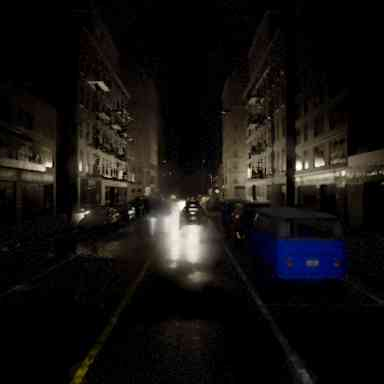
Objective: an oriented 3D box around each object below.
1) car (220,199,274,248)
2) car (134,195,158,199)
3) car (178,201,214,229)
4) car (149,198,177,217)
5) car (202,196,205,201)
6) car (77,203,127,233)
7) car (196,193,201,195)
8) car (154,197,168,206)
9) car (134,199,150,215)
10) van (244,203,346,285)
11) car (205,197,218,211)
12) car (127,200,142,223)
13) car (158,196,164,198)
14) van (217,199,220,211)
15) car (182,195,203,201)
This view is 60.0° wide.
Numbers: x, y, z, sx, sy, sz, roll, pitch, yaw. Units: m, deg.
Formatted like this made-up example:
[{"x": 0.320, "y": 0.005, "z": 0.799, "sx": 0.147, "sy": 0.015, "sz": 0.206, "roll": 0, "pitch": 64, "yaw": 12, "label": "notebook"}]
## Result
[{"x": 2.680, "y": 1.323, "z": 14.662, "sx": 2.192, "sy": 1.841, "sz": 5.009, "roll": 0, "pitch": 0, "yaw": 0, "label": "car"}, {"x": -5.406, "y": 1.333, "z": 36.283, "sx": 2.192, "sy": 1.841, "sz": 5.009, "roll": 0, "pitch": 0, "yaw": 0, "label": "car"}, {"x": 0.082, "y": 1.559, "z": 21.669, "sx": 2.033, "sy": 1.411, "sz": 5.357, "roll": 0, "pitch": 0, "yaw": 0, "label": "car"}, {"x": -2.858, "y": 1.563, "z": 31.543, "sx": 2.033, "sy": 1.411, "sz": 5.357, "roll": 0, "pitch": 0, "yaw": 0, "label": "car"}, {"x": 2.648, "y": 1.461, "z": 41.693, "sx": 1.967, "sy": 1.590, "sz": 4.097, "roll": 0, "pitch": 0, "yaw": 0, "label": "car"}, {"x": -5.405, "y": 1.536, "z": 19.895, "sx": 1.752, "sy": 1.417, "sz": 4.829, "roll": 0, "pitch": 0, "yaw": 0, "label": "car"}, {"x": 2.612, "y": 1.597, "z": 90.193, "sx": 2.008, "sy": 1.369, "sz": 4.403, "roll": 0, "pitch": 0, "yaw": 0, "label": "car"}, {"x": -5.406, "y": 1.580, "z": 57.908, "sx": 2.008, "sy": 1.369, "sz": 4.403, "roll": 0, "pitch": 0, "yaw": 0, "label": "car"}, {"x": -5.405, "y": 1.582, "z": 30.877, "sx": 1.947, "sy": 1.339, "sz": 4.313, "roll": 0, "pitch": 0, "yaw": 0, "label": "car"}, {"x": 2.687, "y": 1.346, "z": 9.256, "sx": 1.690, "sy": 1.788, "sz": 3.998, "roll": 0, "pitch": 0, "yaw": 0, "label": "van"}, {"x": 2.654, "y": 1.543, "z": 36.457, "sx": 1.752, "sy": 1.417, "sz": 4.829, "roll": 0, "pitch": 0, "yaw": 0, "label": "car"}, {"x": -5.405, "y": 1.564, "z": 25.471, "sx": 2.008, "sy": 1.369, "sz": 4.403, "roll": 0, "pitch": 0, "yaw": 0, "label": "car"}, {"x": -5.406, "y": 1.606, "z": 47.096, "sx": 1.802, "sy": 1.307, "sz": 4.206, "roll": 0, "pitch": 0, "yaw": 0, "label": "car"}, {"x": 2.674, "y": 1.351, "z": 20.068, "sx": 1.690, "sy": 1.788, "sz": 3.998, "roll": 0, "pitch": 0, "yaw": 0, "label": "van"}, {"x": 0.084, "y": 1.513, "z": 42.967, "sx": 2.128, "sy": 1.511, "sz": 4.902, "roll": 0, "pitch": 0, "yaw": 0, "label": "car"}]
